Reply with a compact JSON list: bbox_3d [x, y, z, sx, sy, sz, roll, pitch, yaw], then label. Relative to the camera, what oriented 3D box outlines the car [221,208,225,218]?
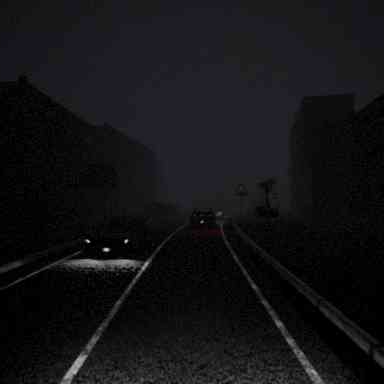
[{"bbox_3d":[3.155,2.677,42.744,1.895,1.301,4.718,-1,-2,10],"label":"car"}]

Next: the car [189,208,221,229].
[{"bbox_3d":[0.883,1.908,25.026,2.128,1.511,4.902,0,-2,5],"label":"car"}]

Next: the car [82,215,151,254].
[{"bbox_3d":[-2.947,1.689,14.313,2.033,1.411,5.357,0,-1,1],"label":"car"}]
